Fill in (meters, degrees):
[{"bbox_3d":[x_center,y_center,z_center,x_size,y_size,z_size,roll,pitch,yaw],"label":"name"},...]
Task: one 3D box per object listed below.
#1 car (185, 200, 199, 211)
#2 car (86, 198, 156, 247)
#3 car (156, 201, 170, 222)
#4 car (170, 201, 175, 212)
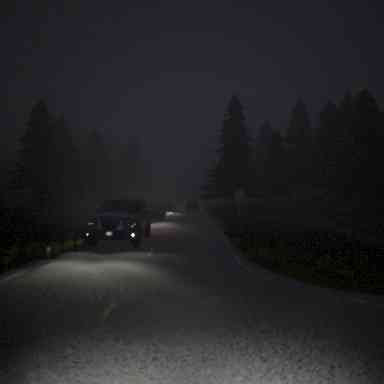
[{"bbox_3d":[0.050,1.856,47.397,1.812,1.442,4.674,1,0,0],"label":"car"},{"bbox_3d":[-3.268,1.301,15.890,2.150,2.045,5.566,1,0,0],"label":"car"},{"bbox_3d":[-3.259,1.640,28.445,1.882,1.535,5.008,1,-1,0],"label":"car"},{"bbox_3d":[-3.231,1.818,42.250,1.994,1.385,4.181,1,0,0],"label":"car"}]
